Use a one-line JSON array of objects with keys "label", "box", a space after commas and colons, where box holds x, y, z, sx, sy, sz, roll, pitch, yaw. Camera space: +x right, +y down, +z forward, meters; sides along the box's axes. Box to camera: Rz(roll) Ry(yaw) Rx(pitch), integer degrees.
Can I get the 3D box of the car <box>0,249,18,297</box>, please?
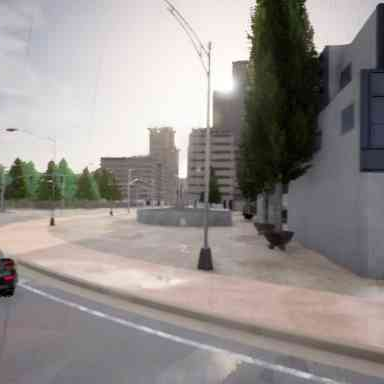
[{"label": "car", "box": [-5.823, 1.678, 8.014, 4.674, 1.442, 1.812, 0, -2, 41]}]
